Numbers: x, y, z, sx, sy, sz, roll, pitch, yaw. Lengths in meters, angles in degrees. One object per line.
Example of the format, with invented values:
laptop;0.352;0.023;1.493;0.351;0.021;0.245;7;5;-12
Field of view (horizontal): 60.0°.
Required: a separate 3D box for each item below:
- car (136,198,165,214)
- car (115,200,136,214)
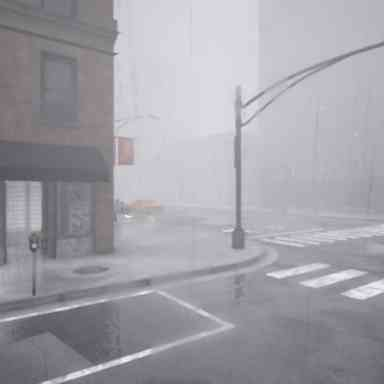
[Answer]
car;-4.636;1.432;34.619;1.882;1.535;5.008;0;0;-36
car;-7.714;1.521;33.332;1.994;1.385;4.181;0;0;-36
